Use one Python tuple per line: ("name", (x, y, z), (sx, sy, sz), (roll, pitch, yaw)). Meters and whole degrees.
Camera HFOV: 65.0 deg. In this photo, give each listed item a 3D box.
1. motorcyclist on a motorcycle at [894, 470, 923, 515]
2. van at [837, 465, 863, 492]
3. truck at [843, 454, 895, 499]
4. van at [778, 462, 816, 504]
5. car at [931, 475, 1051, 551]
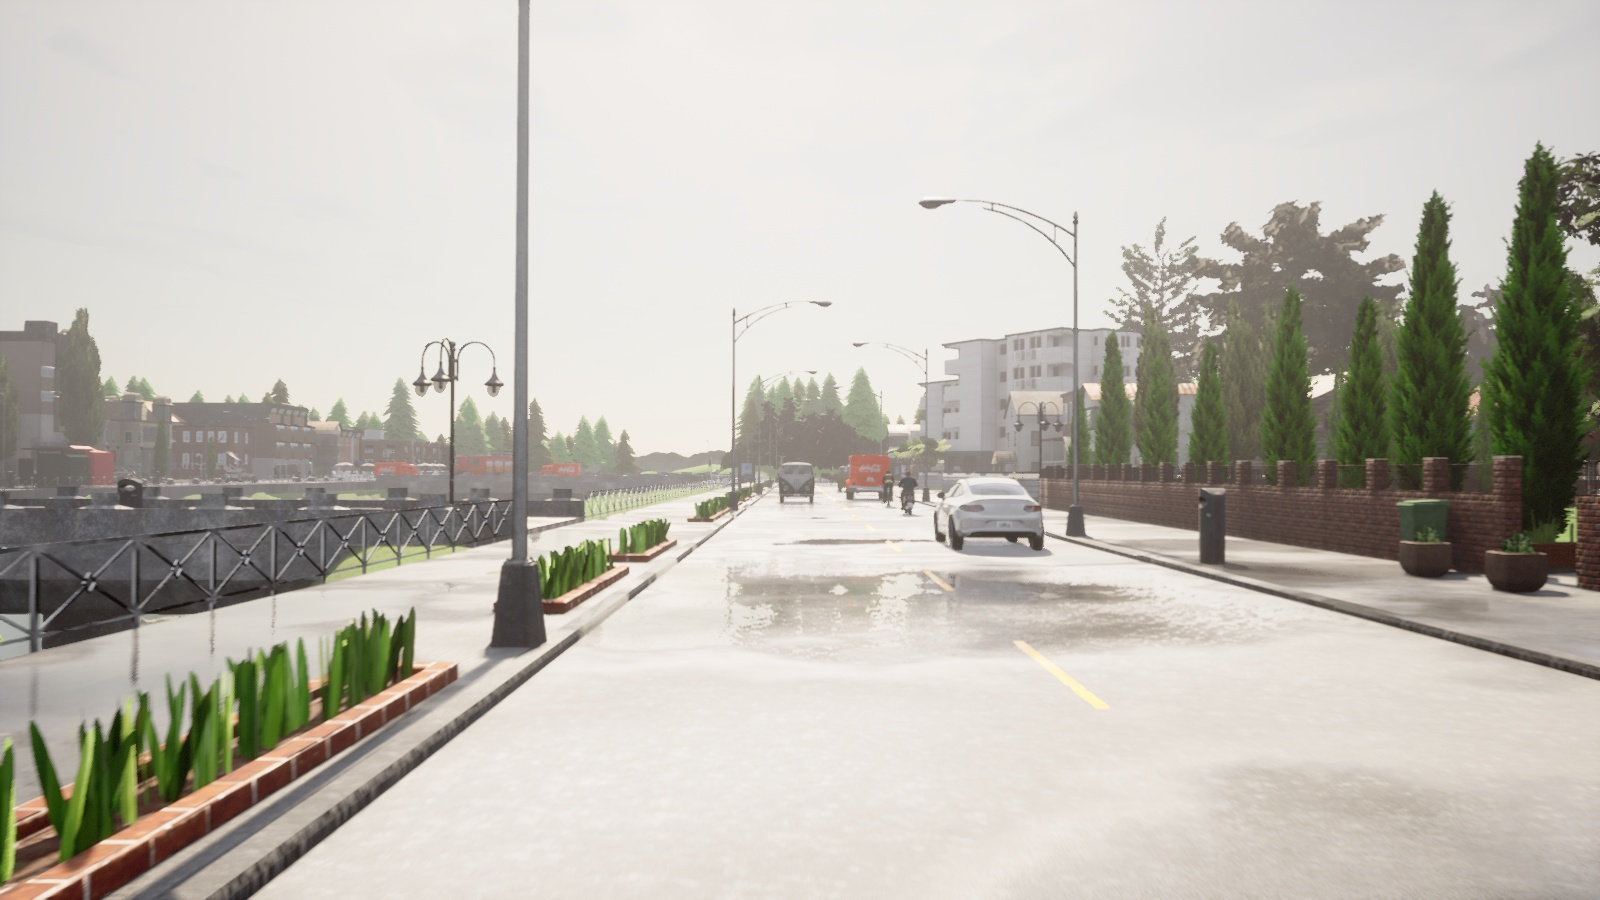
("motorcyclist on a motorcycle", (3.893, 1.511, 45.294), (0.866, 1.590, 1.817), (0, -1, 0))
("van", (3.774, 2.157, 95.876), (1.775, 1.987, 4.442), (0, -1, 0))
("truck", (3.831, 1.502, 71.077), (2.627, 2.467, 5.204), (0, -1, 0))
("van", (-0.147, 1.607, 62.053), (1.775, 1.987, 4.442), (0, -1, 0))
("car", (3.938, 1.270, 26.591), (1.812, 1.442, 4.674), (0, -1, 0))
